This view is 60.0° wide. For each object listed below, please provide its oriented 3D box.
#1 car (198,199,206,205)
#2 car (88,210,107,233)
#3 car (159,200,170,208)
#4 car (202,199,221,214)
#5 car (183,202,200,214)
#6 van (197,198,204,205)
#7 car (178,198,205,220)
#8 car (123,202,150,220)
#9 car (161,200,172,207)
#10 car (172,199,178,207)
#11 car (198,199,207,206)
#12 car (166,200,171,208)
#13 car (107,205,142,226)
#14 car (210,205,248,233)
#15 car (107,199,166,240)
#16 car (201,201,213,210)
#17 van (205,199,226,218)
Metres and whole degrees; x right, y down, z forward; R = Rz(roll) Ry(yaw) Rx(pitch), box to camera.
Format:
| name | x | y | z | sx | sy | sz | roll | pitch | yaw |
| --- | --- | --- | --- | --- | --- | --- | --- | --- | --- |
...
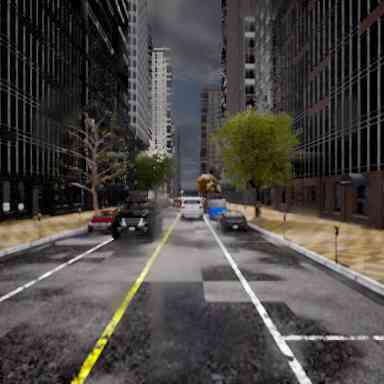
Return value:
| name | x | y | z | sx | sy | sz | roll | pitch | yaw |
| --- | --- | --- | --- | --- | --- | --- | --- | --- | --- |
| car | 2.379 | 2.545 | 83.594 | 1.887 | 1.381 | 4.507 | -1 | -1 | 0 |
| car | -5.369 | 1.836 | 21.415 | 1.802 | 1.307 | 4.206 | -1 | -1 | 0 |
| car | -5.464 | 2.378 | 66.600 | 1.802 | 1.307 | 4.206 | -1 | -1 | 0 |
| car | 2.459 | 1.839 | 44.058 | 2.192 | 1.841 | 5.009 | -1 | -1 | 0 |
| car | -0.068 | 2.069 | 43.873 | 2.033 | 1.411 | 5.357 | 0 | -1 | 0 |
| van | 2.364 | 2.410 | 89.244 | 1.690 | 1.788 | 3.998 | -1 | -1 | 0 |
| car | 0.012 | 1.614 | 33.092 | 2.150 | 2.045 | 5.566 | 0 | -1 | 0 |
| car | -5.395 | 1.829 | 32.713 | 1.967 | 1.590 | 4.097 | -1 | -1 | 0 |
| car | -5.477 | 2.409 | 72.249 | 1.887 | 1.381 | 4.507 | -1 | -1 | 0 |
| car | -2.893 | 2.145 | 66.650 | 2.097 | 1.767 | 4.553 | 0 | -1 | 0 |
| car | 2.390 | 2.372 | 77.947 | 1.967 | 1.590 | 4.097 | -1 | -1 | 0 |
| car | -5.453 | 2.279 | 60.952 | 2.008 | 1.369 | 4.403 | -1 | -1 | 0 |
| car | -5.384 | 1.866 | 27.065 | 1.887 | 1.381 | 4.507 | -1 | -1 | 0 |
| car | 2.511 | 1.804 | 21.463 | 2.008 | 1.369 | 4.403 | -1 | -1 | 0 |
| car | -2.888 | 1.443 | 18.719 | 2.150 | 2.045 | 5.566 | 0 | -1 | 0 |
| car | 2.439 | 2.204 | 55.352 | 1.887 | 1.381 | 4.507 | -1 | -1 | 0 |
| van | 2.484 | 1.729 | 32.762 | 1.690 | 1.788 | 3.998 | -1 | -1 | 0 |
